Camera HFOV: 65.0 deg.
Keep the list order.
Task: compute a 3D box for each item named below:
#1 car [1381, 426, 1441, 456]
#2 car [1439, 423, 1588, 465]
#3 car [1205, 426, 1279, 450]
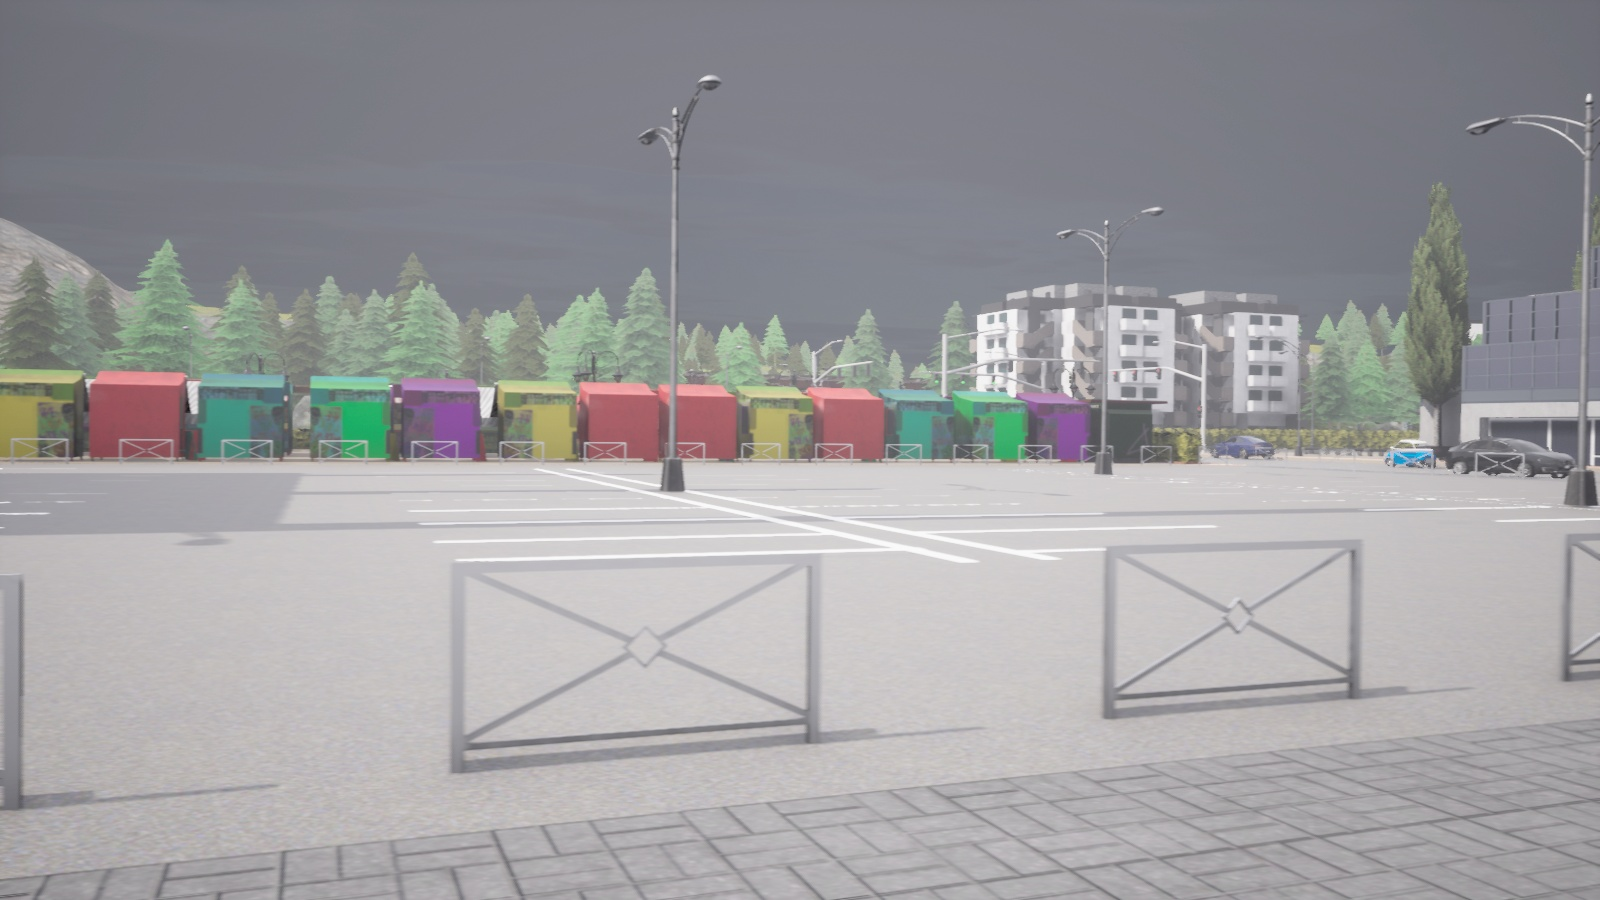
[{"bbox_3d":[29.562,-0.455,60.758,1.481,1.376,2.207,-1,1,-20],"label":"car"},{"bbox_3d":[26.789,-0.257,47.342,1.837,1.490,4.892,-1,1,-19],"label":"car"},{"bbox_3d":[27.335,-0.738,77.809,1.812,1.442,4.674,-1,1,-19],"label":"car"}]
